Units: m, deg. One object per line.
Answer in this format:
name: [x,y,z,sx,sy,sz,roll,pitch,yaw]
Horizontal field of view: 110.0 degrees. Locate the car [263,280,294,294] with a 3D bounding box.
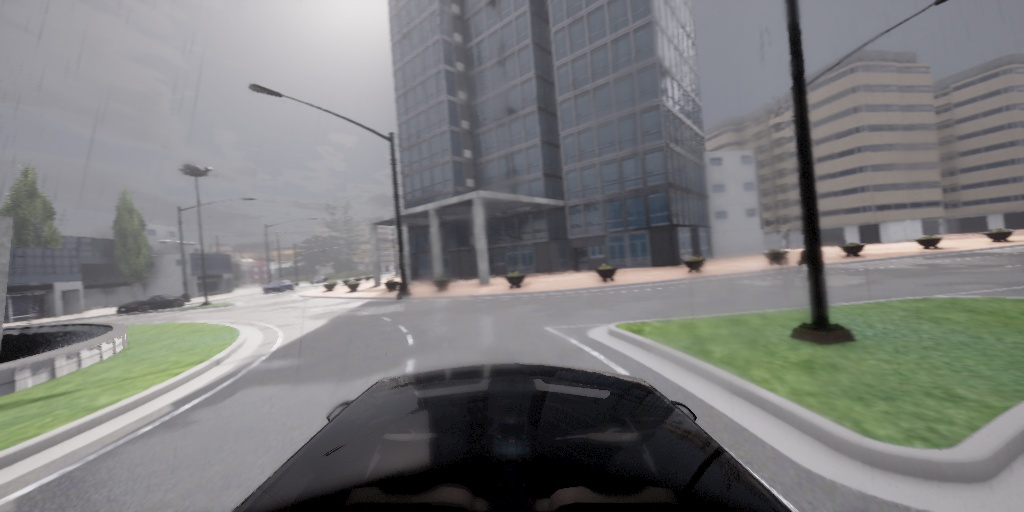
car: [-31.124,3.988,47.794,2.097,1.767,4.553,-5,0,-8]

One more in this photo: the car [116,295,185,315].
car: [-30.660,4.070,30.553,1.994,1.385,4.181,-5,0,10]
